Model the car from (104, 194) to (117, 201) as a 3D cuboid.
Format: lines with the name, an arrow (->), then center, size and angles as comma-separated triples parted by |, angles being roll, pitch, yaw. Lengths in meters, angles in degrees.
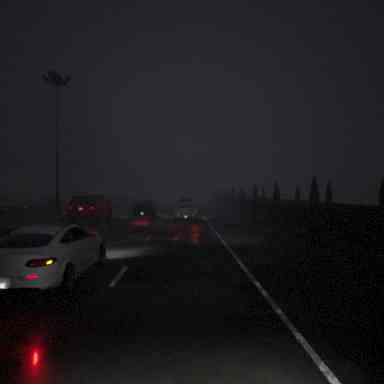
car -> -19.428, 1.285, 79.292 | 2.097, 1.767, 4.553 | 0, 0, -1

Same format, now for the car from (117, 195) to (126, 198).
car -> -15.818, 1.432, 74.894 | 1.837, 1.490, 4.892 | 0, 0, -1

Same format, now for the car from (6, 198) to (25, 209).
car -> -18.489, 1.518, 37.365 | 1.812, 1.442, 4.674 | 0, 0, -1

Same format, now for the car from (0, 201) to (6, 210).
car -> -22.094, 1.472, 41.864 | 1.882, 1.535, 5.008 | 0, 0, -1

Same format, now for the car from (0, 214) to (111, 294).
car -> -3.615, 1.522, 8.605 | 1.812, 1.442, 4.674 | 0, 0, -1

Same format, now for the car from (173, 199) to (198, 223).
car -> -0.493, 1.493, 25.500 | 1.812, 1.442, 4.674 | 0, 0, -1

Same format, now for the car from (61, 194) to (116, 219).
car -> -7.487, 1.205, 24.837 | 2.150, 2.045, 5.566 | 0, 0, -1

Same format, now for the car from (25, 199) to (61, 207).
car -> -14.919, 1.465, 34.469 | 1.882, 1.535, 5.008 | 0, 0, -1

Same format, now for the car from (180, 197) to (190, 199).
car -> -0.927, 1.449, 42.892 | 1.837, 1.490, 4.892 | 0, 0, -1

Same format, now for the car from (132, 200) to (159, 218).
car -> -4.095, 1.475, 29.281 | 1.837, 1.490, 4.892 | 0, 0, -1

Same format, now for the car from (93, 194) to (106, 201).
car -> -23.021, 1.389, 83.058 | 2.128, 1.511, 4.902 | 0, 0, -1
